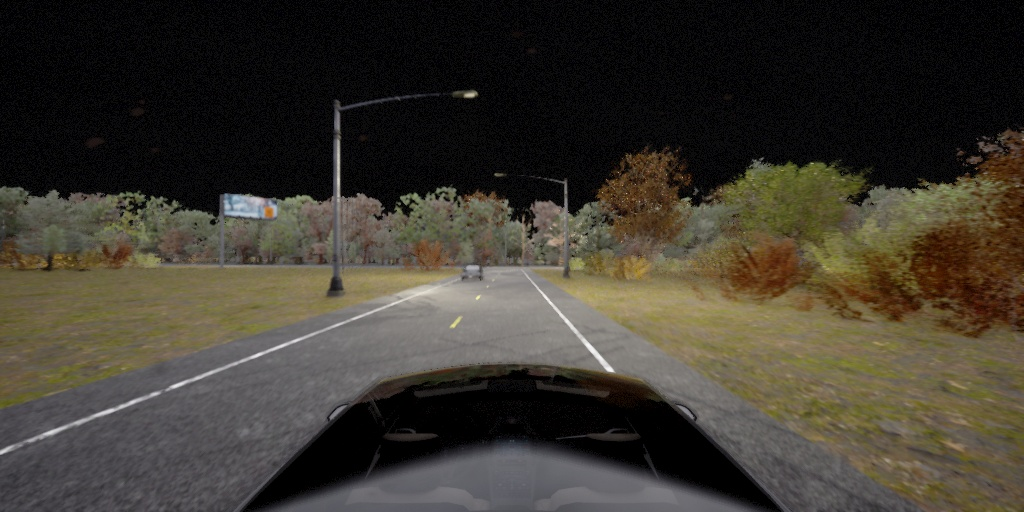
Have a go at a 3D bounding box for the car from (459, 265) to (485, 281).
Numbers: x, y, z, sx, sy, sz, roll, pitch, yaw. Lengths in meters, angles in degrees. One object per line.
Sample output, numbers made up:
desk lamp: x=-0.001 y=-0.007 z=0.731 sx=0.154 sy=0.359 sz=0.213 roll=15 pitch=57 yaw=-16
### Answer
car: x=-3.582 y=1.540 z=33.362 sx=1.812 sy=1.442 sz=4.674 roll=0 pitch=0 yaw=0
